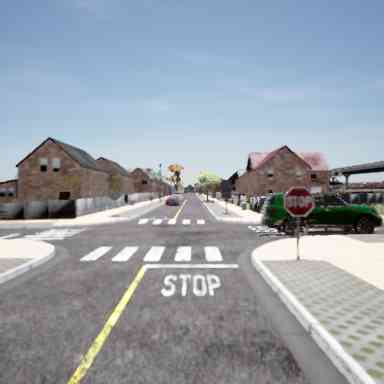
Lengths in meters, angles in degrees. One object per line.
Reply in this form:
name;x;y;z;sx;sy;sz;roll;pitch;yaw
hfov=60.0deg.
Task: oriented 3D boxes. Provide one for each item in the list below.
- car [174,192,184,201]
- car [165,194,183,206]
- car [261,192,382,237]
car;-2.751;0.944;65.980;2.150;2.045;5.566;0;0;0
car;-2.827;1.321;48.397;1.994;1.385;4.181;0;0;0
car;6.208;1.019;16.374;5.566;2.045;2.150;-1;0;1
